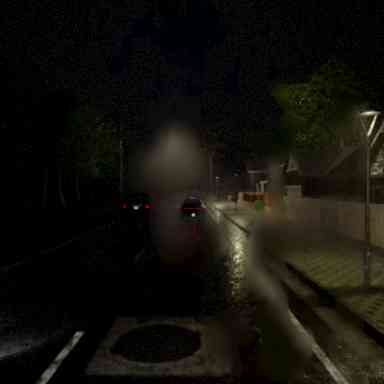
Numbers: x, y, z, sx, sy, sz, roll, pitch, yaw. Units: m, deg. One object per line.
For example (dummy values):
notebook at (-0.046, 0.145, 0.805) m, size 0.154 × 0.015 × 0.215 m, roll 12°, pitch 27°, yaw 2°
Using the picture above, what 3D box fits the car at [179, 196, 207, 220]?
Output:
car at (0.100, 1.294, 25.542) m, size 1.837 × 1.490 × 4.892 m, roll 0°, pitch 1°, yaw 0°

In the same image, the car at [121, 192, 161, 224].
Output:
car at (-3.400, 1.032, 22.900) m, size 2.150 × 2.045 × 5.566 m, roll 0°, pitch 0°, yaw 0°

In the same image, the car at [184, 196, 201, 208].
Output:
car at (0.096, 1.201, 41.901) m, size 1.994 × 1.385 × 4.181 m, roll 0°, pitch 1°, yaw 0°
